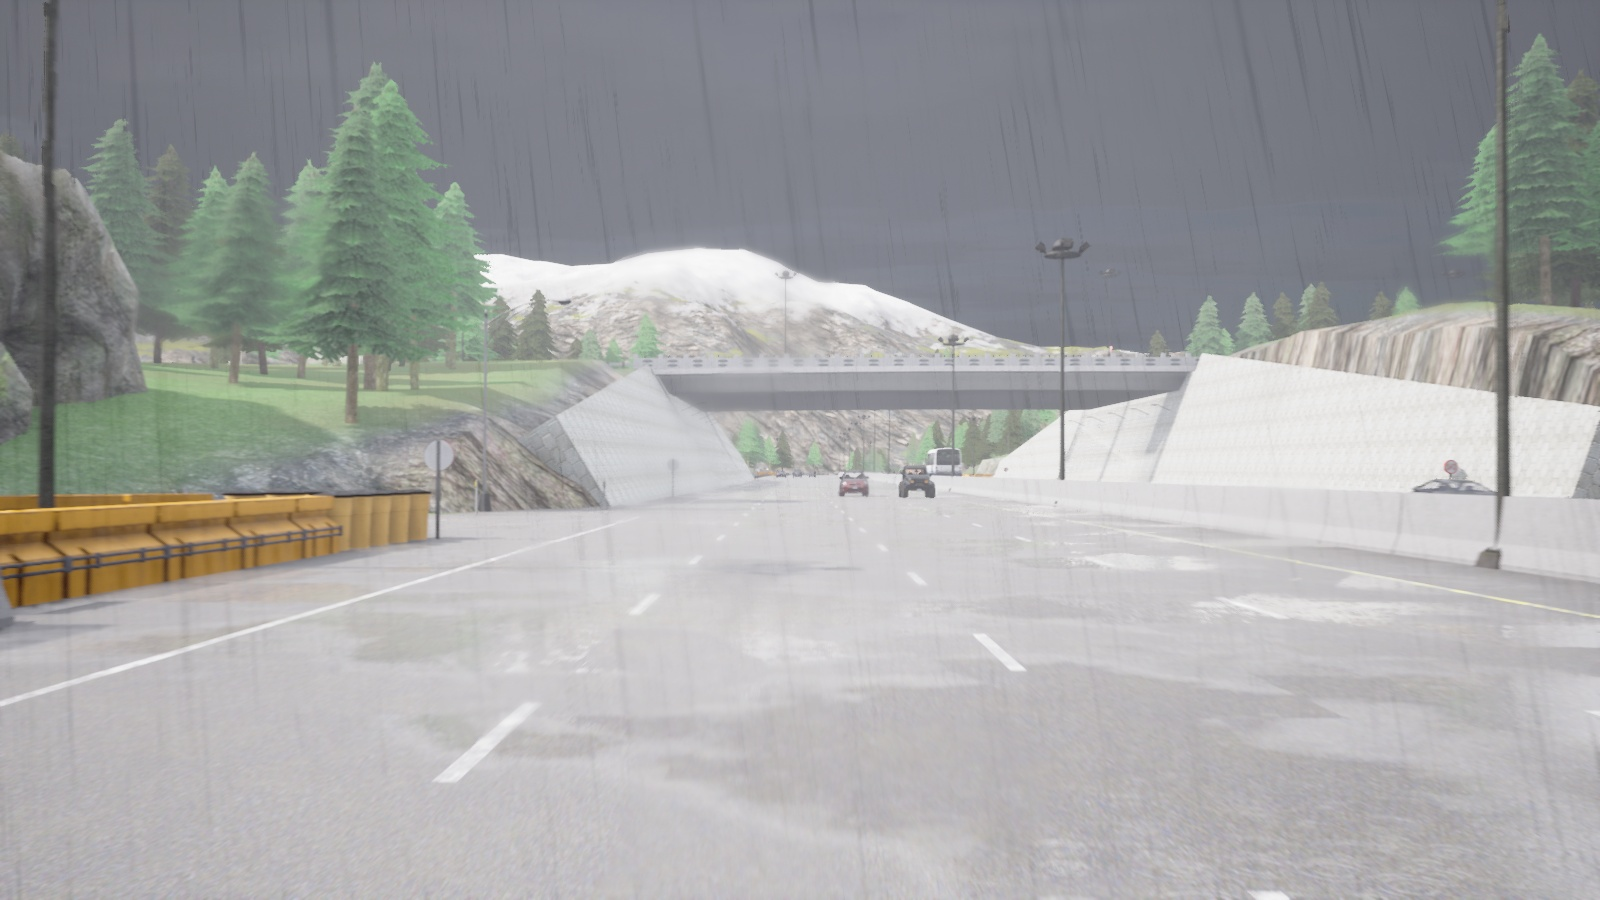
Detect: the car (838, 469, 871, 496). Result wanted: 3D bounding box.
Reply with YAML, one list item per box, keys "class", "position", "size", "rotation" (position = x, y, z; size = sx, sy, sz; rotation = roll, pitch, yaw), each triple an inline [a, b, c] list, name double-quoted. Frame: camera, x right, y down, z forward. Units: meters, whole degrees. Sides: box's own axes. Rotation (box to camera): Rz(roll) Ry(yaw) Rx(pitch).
- class: "car"
  position: [3.314, 1.958, 76.958]
  size: [1.851, 1.617, 3.988]
  rotation: [0, -1, 0]

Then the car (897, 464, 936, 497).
- class: "car"
  position: [6.822, 1.787, 73.622]
  size: [1.905, 1.878, 3.866]
  rotation: [0, -1, 0]

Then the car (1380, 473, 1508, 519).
- class: "car"
  position: [20.901, 1.464, 40.953]
  size: [1.994, 1.385, 4.181]
  rotation: [0, -1, 0]
